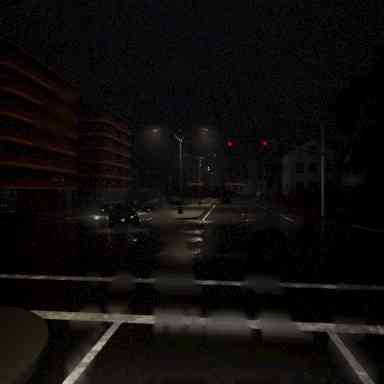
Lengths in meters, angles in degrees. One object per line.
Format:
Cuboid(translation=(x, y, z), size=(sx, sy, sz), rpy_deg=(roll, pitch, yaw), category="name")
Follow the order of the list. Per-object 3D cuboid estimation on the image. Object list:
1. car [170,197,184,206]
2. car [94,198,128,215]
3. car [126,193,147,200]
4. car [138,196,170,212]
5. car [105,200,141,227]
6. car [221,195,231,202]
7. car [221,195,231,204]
Cuboid(translation=(-2.476, 1.547, 55.981), size=(2.033, 1.411, 5.357), rpy_deg=(0, 0, 6), category="car")
Cuboid(translation=(-8.294, 1.564, 33.725), size=(1.994, 1.385, 4.181), rpy_deg=(0, 0, 6), category="car")
Cuboid(translation=(-7.269, 1.219, 43.668), size=(2.150, 2.045, 5.566), rpy_deg=(0, 0, 6), category="car")
Cuboid(translation=(-4.298, 1.547, 38.256), size=(2.033, 1.411, 5.357), rpy_deg=(0, 0, 7), category="car")
Cuboid(translation=(-4.717, 1.507, 22.746), size=(1.837, 1.490, 4.892), rpy_deg=(-1, 0, -12), category="car")
Cuboid(translation=(7.679, 1.523, 75.645), size=(2.128, 1.511, 4.902), rpy_deg=(0, 0, 6), category="car")
Cuboid(translation=(6.743, 1.505, 65.602), size=(1.837, 1.490, 4.892), rpy_deg=(0, 0, 6), category="car")
